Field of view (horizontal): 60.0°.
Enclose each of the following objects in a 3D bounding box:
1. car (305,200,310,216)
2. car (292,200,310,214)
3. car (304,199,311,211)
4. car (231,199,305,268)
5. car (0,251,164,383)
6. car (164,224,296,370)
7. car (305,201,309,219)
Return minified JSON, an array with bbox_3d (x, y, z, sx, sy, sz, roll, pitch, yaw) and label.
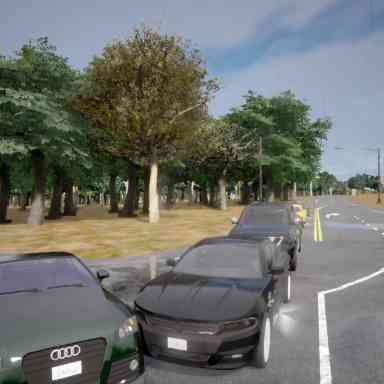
[{"bbox_3d":[9.263,1.722,29.587,1.812,1.442,4.674,-1,0,20],"label":"car"},{"bbox_3d":[13.275,1.744,40.177,1.812,1.442,4.674,-1,0,21],"label":"car"},{"bbox_3d":[11.285,1.560,34.965,2.097,1.767,4.553,-1,0,21],"label":"car"},{"bbox_3d":[2.845,1.458,12.419,2.150,2.045,5.566,-2,0,20],"label":"car"},{"bbox_3d":[-2.315,1.643,4.976,1.994,1.385,4.181,1,-2,-33],"label":"car"},{"bbox_3d":[0.730,1.613,6.276,1.882,1.535,5.008,-1,-2,21],"label":"car"},{"bbox_3d":[7.209,1.662,24.081,1.882,1.535,5.008,-1,0,20],"label":"car"}]
